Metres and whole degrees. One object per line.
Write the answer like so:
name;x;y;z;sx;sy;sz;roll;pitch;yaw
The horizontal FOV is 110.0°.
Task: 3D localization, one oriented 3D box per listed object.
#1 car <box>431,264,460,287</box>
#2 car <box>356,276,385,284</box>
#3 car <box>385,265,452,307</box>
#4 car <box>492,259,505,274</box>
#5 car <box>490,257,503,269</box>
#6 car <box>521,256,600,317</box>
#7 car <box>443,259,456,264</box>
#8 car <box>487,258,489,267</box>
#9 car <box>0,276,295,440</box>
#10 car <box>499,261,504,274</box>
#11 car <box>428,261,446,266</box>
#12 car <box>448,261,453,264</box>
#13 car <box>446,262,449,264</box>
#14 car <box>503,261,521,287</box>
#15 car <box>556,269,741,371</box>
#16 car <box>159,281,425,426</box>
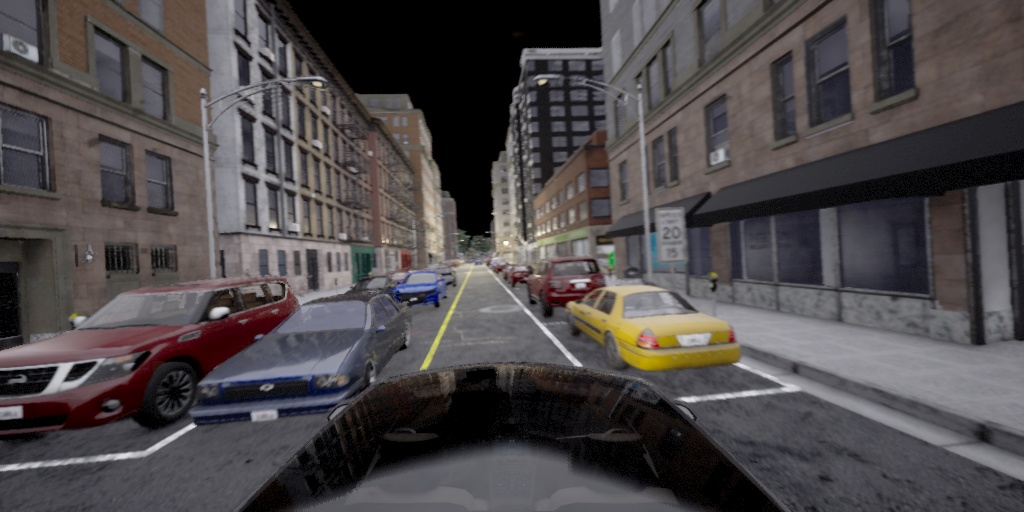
car;-5.061;1.570;26.574;1.994;1.385;4.181;-3;0;-6
car;-6.716;1.677;17.652;1.948;1.339;4.313;0;0;-6
car;-4.111;1.442;16.627;1.882;1.535;5.008;-3;0;-5
car;-0.941;1.302;41.033;1.888;1.381;4.507;0;0;-6
car;-1.491;1.220;46.685;1.967;1.591;4.097;0;0;-6
car;1.812;0.951;12.772;2.192;1.841;5.009;0;0;-6
car;-10.576;1.592;57.213;2.192;1.841;5.009;0;0;-6
car;-2.592;1.377;57.989;2.007;1.370;4.403;0;0;-6
car;-5.613;1.376;6.349;2.192;1.841;5.009;0;0;-6
car;0.160;1.291;29.728;1.802;1.307;4.207;0;0;-6
car;-8.922;1.647;40.259;1.967;1.591;4.097;0;0;-6
car;-10.024;1.820;51.561;1.948;1.339;4.313;0;0;-6
car;-9.473;1.812;45.910;1.802;1.307;4.207;0;0;-6
car;0.711;1.230;24.076;1.888;1.381;4.507;0;0;-6
car;2.346;1.137;7.289;1.751;1.417;4.829;0;0;-6
car;-3.149;1.469;6.783;2.033;1.411;5.357;-3;0;-6
